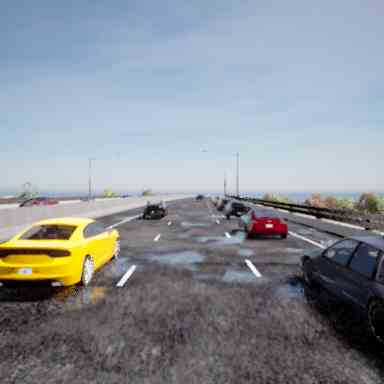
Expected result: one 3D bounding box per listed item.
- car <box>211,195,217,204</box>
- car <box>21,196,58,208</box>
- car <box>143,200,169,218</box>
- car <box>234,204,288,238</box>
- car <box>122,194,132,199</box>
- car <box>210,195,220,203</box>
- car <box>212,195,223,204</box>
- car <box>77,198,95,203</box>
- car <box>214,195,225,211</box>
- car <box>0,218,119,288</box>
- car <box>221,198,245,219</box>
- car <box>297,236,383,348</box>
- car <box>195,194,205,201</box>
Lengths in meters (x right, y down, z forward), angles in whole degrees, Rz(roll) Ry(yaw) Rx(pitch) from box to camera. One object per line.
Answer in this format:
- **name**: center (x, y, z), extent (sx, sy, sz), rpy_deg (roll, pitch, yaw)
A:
- **car**: center (4.238, 1.430, 50.148), extent (2.128, 1.511, 4.902), rpy_deg (0, 0, 2)
- **car**: center (-17.150, 1.289, 38.184), extent (2.097, 1.767, 4.553), rpy_deg (0, 0, 1)
- **car**: center (-3.137, 1.439, 29.394), extent (2.128, 1.511, 4.902), rpy_deg (0, 0, 1)
- **car**: center (3.590, 1.526, 17.387), extent (1.994, 1.385, 4.181), rpy_deg (0, 0, 1)
- **car**: center (-15.640, 1.194, 80.182), extent (1.837, 1.490, 4.892), rpy_deg (0, 0, 3)
- **car**: center (5.017, 1.395, 71.980), extent (2.033, 1.649, 4.856), rpy_deg (0, 0, 2)
- **car**: center (4.593, 1.423, 61.065), extent (1.882, 1.535, 5.008), rpy_deg (0, 0, 2)
- **car**: center (-13.531, 1.500, 43.060), extent (1.994, 1.385, 4.181), rpy_deg (0, 0, 2)
- **car**: center (3.953, 1.466, 39.229), extent (1.812, 1.442, 4.674), rpy_deg (0, 0, 1)
- **car**: center (-3.366, 1.454, 9.217), extent (1.882, 1.535, 5.008), rpy_deg (0, 0, 0)
- **car**: center (3.736, 1.475, 28.308), extent (1.812, 1.442, 4.674), rpy_deg (0, 0, 1)
- **car**: center (3.614, 1.533, 6.161), extent (2.033, 1.411, 5.357), rpy_deg (0, 0, 0)
- **car**: center (1.906, 1.360, 81.247), extent (1.837, 1.490, 4.892), rpy_deg (0, 0, 3)
